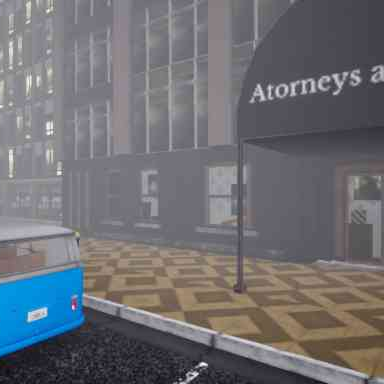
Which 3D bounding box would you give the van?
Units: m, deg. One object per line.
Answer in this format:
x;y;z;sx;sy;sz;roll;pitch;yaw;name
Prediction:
-3.497;1.341;5.359;3.998;1.788;1.690;0;0;35;van
